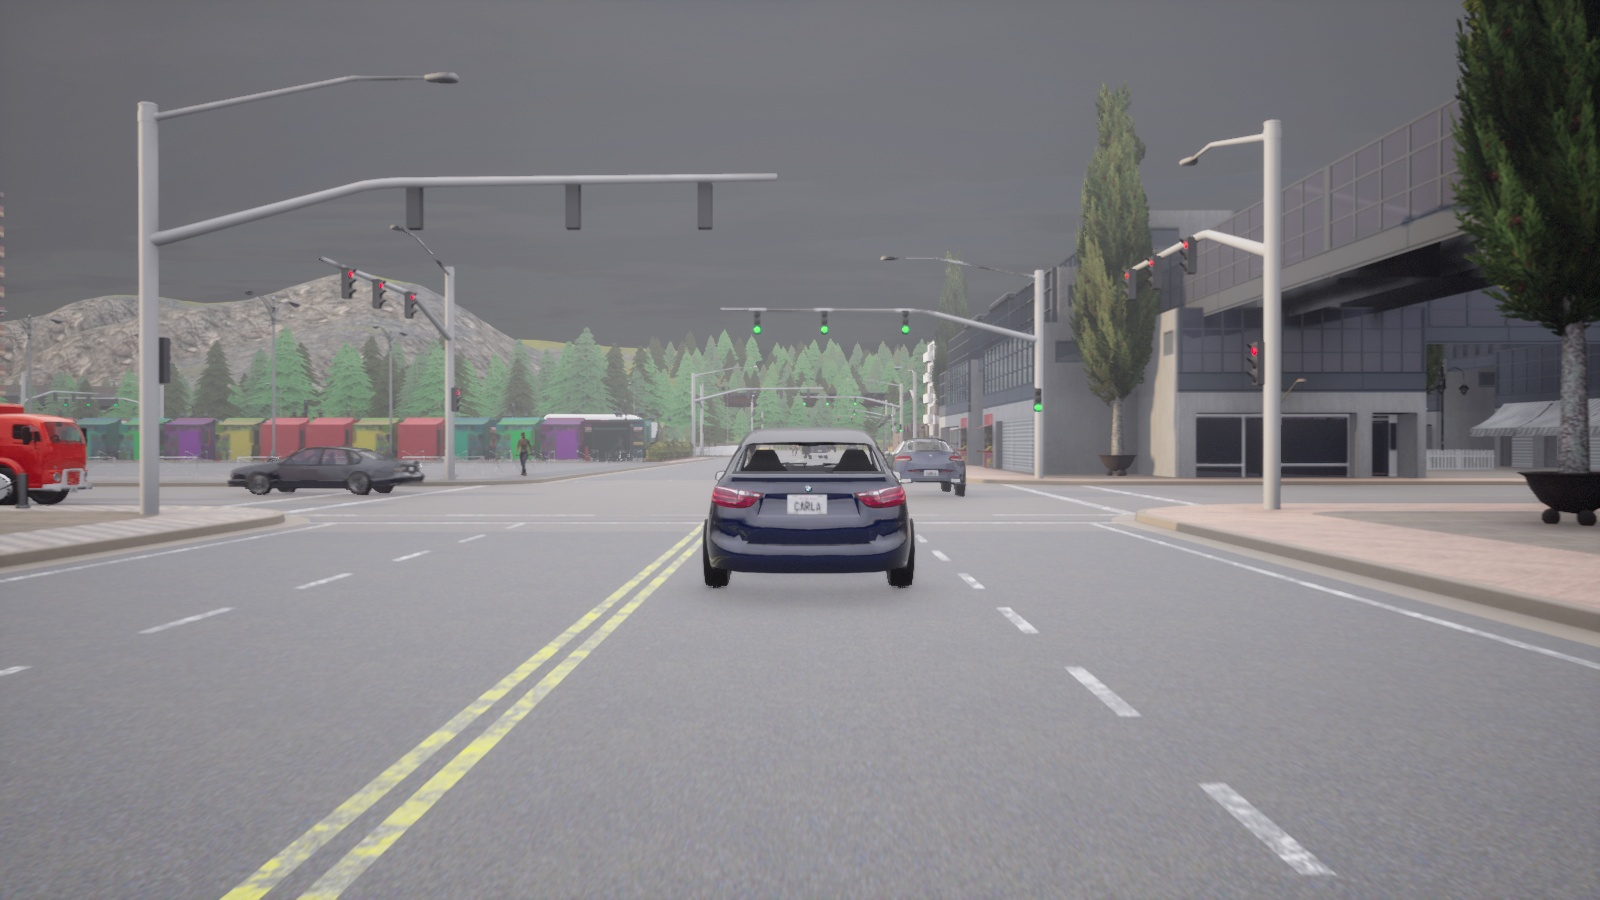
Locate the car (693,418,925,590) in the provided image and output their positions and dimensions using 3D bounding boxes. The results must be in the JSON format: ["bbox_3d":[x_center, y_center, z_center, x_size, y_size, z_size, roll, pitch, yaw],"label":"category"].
[{"bbox_3d":[0.098,0.509,14.461,2.242,1.667,4.611,0,0,0],"label":"car"}]

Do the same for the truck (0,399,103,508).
[{"bbox_3d":[-19.815,0.076,29.694,5.204,2.467,2.627,0,0,0],"label":"truck"}]

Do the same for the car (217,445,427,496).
[{"bbox_3d":[-13.893,0.576,36.678,5.357,1.411,2.033,0,0,5],"label":"car"}]

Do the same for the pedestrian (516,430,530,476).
[{"bbox_3d":[-11.009,0.115,49.847,0.328,1.805,0.869,0,0,2],"label":"pedestrian"}]

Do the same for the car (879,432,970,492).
[{"bbox_3d":[3.573,0.320,36.846,2.152,1.651,5.027,0,0,0],"label":"car"}]
